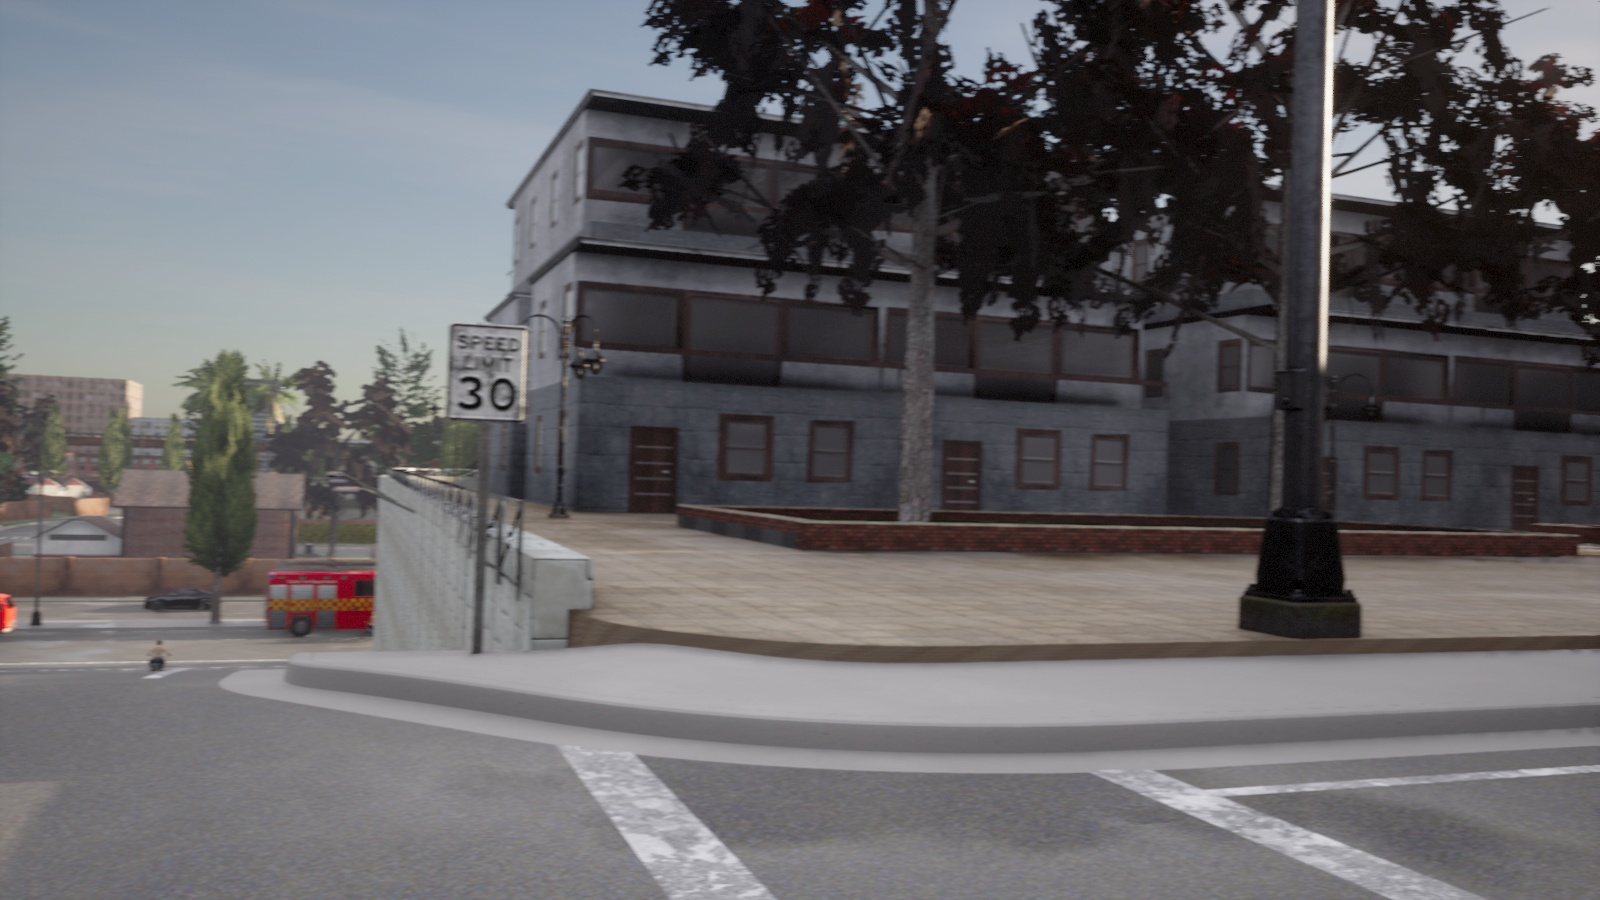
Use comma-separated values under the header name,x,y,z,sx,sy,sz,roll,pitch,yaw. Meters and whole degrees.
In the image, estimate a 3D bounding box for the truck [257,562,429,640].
name,x,y,z,sx,sy,sz,roll,pitch,yaw
truck,-24.702,8.105,68.125,8.468,3.827,2.891,2,-1,-20

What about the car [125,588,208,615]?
name,x,y,z,sx,sy,sz,roll,pitch,yaw
car,-37.997,9.096,75.422,4.181,1.385,1.994,2,-1,-21

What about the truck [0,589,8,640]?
name,x,y,z,sx,sy,sz,roll,pitch,yaw
truck,-42.228,8.173,61.569,5.204,2.467,2.627,2,-1,-20
